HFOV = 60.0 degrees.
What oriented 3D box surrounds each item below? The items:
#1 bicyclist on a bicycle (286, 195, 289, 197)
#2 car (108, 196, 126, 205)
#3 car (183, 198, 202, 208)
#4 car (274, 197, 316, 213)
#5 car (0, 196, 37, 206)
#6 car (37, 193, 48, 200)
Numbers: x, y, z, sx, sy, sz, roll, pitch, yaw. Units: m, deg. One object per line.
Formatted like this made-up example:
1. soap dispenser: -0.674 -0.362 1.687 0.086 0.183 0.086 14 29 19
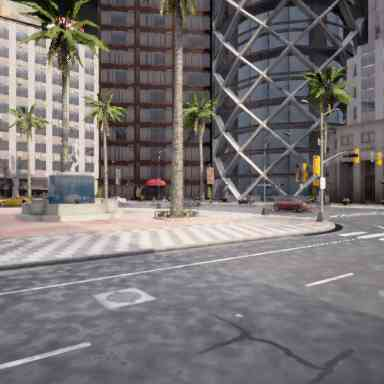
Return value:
1. bicyclist on a bicycle: 15.720 1.301 54.592 0.582 1.620 1.656 0 0 42
2. car: -14.037 1.526 59.215 4.674 1.442 1.812 0 0 4
3. car: -0.726 1.564 48.242 4.181 1.385 1.994 0 0 27
4. car: 11.409 1.352 37.061 2.097 1.767 4.553 0 0 -38
5. car: -28.765 1.478 54.458 5.008 1.535 1.882 0 0 -14
6. car: -25.902 1.221 58.678 5.566 2.045 2.150 0 0 -10
